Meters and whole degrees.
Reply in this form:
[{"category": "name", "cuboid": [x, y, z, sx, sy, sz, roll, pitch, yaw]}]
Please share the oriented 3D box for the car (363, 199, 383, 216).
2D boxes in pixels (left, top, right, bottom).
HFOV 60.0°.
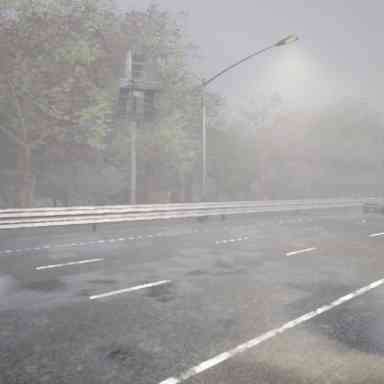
[{"category": "car", "cuboid": [17.922, 1.419, 31.471, 4.902, 1.511, 2.128, 0, 0, -41]}]
